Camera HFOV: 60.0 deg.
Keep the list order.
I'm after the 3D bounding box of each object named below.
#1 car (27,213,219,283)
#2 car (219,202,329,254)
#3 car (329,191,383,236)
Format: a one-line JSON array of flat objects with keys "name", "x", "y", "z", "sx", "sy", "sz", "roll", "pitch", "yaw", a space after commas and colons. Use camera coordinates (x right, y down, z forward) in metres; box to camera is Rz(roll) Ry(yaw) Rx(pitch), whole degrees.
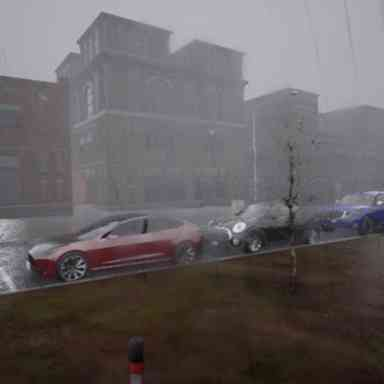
[{"name": "car", "x": -1.884, "y": 1.356, "z": 9.225, "sx": 4.792, "sy": 1.488, "sz": 2.163, "roll": 0, "pitch": 1, "yaw": -33}, {"name": "car", "x": 2.669, "y": 1.156, "z": 12.492, "sx": 4.553, "sy": 1.767, "sz": 2.185, "roll": 0, "pitch": 0, "yaw": -33}, {"name": "car", "x": 8.894, "y": 0.993, "z": 16.945, "sx": 5.566, "sy": 2.045, "sz": 2.435, "roll": 0, "pitch": 0, "yaw": -33}]
